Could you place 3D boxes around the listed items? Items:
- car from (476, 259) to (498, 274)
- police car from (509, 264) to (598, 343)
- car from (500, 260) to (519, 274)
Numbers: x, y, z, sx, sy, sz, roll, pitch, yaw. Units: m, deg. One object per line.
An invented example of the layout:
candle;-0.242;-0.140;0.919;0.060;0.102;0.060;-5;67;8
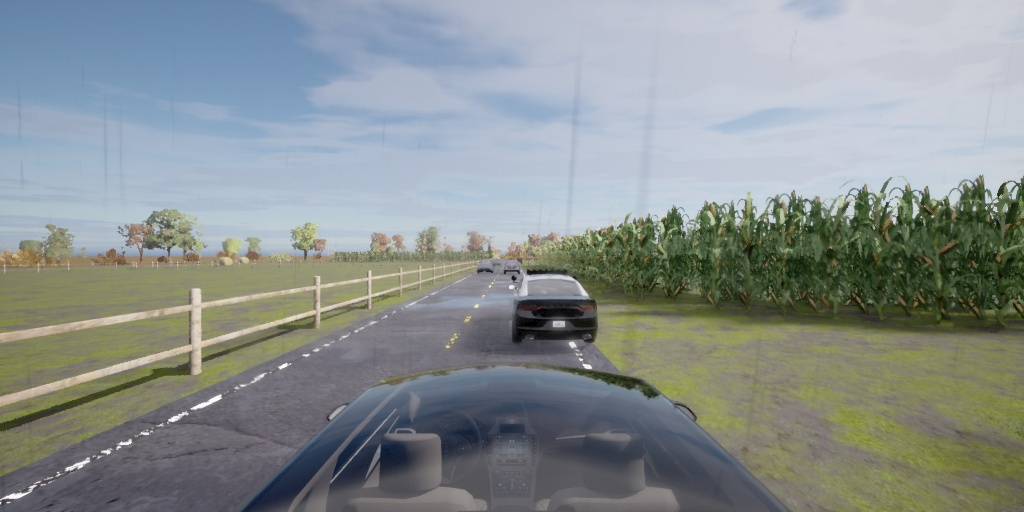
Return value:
car;-2.956;1.297;40.798;2.033;1.411;5.357;0;0;0
police car;0.942;1.175;9.840;1.930;1.638;5.238;0;0;0
car;-0.017;1.298;40.681;2.033;1.411;5.357;0;0;0
